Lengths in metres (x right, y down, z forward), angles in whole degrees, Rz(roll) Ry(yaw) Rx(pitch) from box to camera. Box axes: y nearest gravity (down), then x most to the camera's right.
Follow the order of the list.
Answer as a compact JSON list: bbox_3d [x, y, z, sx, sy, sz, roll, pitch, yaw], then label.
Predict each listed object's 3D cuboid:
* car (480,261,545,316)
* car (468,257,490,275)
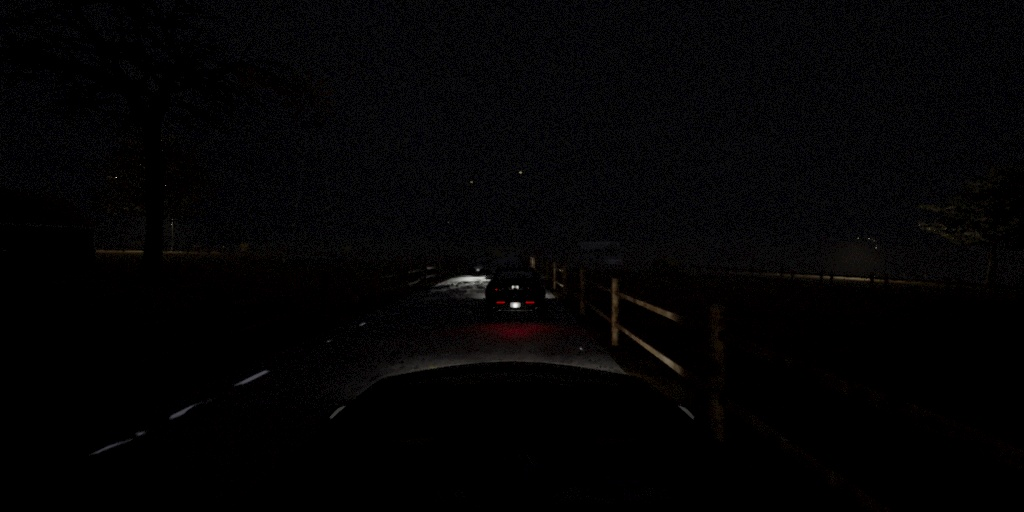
[{"bbox_3d":[0.114,1.095,12.560,1.837,1.490,4.892,0,1,0],"label":"car"},{"bbox_3d":[-2.771,0.857,31.781,2.128,1.511,4.902,0,0,0],"label":"car"}]
